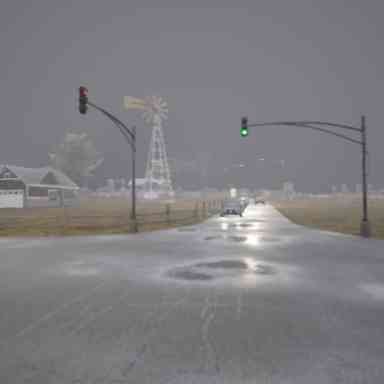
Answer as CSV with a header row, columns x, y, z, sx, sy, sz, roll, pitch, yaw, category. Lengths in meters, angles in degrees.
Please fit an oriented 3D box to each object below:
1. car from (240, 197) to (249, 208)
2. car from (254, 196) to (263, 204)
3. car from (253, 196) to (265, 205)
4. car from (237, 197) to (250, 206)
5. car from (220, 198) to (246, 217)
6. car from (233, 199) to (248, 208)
x,y,z,sx,sy,sz,roll,pitch,yaw,category
5.392,1.538,39.827,2.128,1.511,4.902,-1,0,11,car
13.850,1.648,69.214,1.812,1.442,4.674,-1,0,11,car
12.018,1.581,58.993,1.837,1.490,4.892,-1,0,11,car
9.313,1.658,60.040,2.033,1.411,5.357,-1,0,11,car
3.769,1.593,31.237,1.994,1.385,4.181,-1,0,11,car
7.265,1.674,49.631,1.895,1.301,4.718,-1,0,11,car
